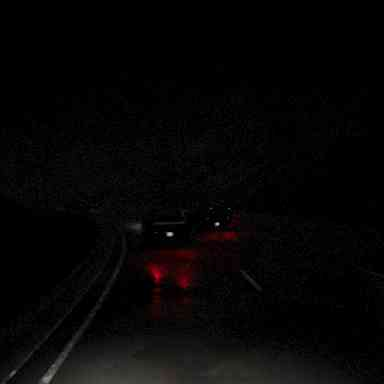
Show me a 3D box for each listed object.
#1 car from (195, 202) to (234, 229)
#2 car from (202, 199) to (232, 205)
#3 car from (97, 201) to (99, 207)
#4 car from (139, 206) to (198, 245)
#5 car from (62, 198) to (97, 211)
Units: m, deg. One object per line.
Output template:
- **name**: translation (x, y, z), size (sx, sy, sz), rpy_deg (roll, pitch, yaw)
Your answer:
- **car**: translation (0.818, 1.587, 21.555), size (1.895, 1.301, 4.718), rpy_deg (0, 0, -17)
- **car**: translation (1.427, 1.505, 29.862), size (1.812, 1.442, 4.674), rpy_deg (0, 0, -24)
- **car**: translation (-15.194, 1.570, 47.706), size (4.892, 1.490, 1.837), rpy_deg (0, -2, 45)
- **car**: translation (-1.401, 1.493, 15.780), size (2.128, 1.511, 4.902), rpy_deg (0, 0, -12)
- **car**: translation (-14.743, 1.612, 42.711), size (2.033, 1.411, 5.357), rpy_deg (0, 0, -43)
